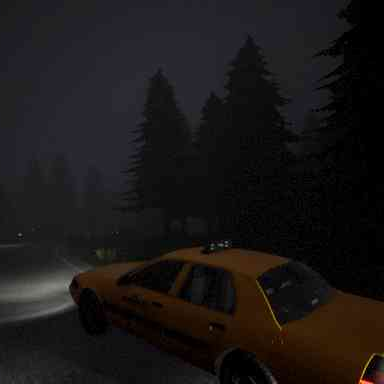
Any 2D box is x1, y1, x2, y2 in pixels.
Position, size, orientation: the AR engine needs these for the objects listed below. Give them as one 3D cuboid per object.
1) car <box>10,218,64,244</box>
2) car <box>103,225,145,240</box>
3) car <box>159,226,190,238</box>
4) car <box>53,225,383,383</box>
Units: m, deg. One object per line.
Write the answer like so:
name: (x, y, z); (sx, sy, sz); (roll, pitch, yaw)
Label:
car: (-12.762, 3.221, 28.073); (2.150, 2.045, 5.566); (-4, -7, 7)
car: (-7.444, 4.510, 36.948); (2.033, 1.411, 5.357); (-4, -8, 20)
car: (-2.329, 5.543, 46.258); (1.882, 1.535, 5.008); (-5, -8, 30)
car: (0.144, 1.441, 4.732); (5.366, 1.575, 1.801); (0, 1, 43)
